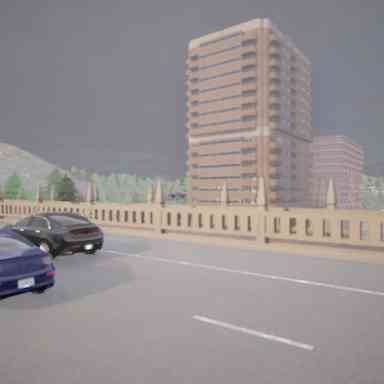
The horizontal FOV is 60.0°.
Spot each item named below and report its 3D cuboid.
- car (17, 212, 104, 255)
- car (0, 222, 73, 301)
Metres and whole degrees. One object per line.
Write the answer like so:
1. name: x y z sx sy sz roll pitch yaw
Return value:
1. car: -5.275 1.504 12.054 4.892 1.490 1.837 0 0 36
2. car: -4.962 1.525 7.532 4.674 1.442 1.812 0 0 35
